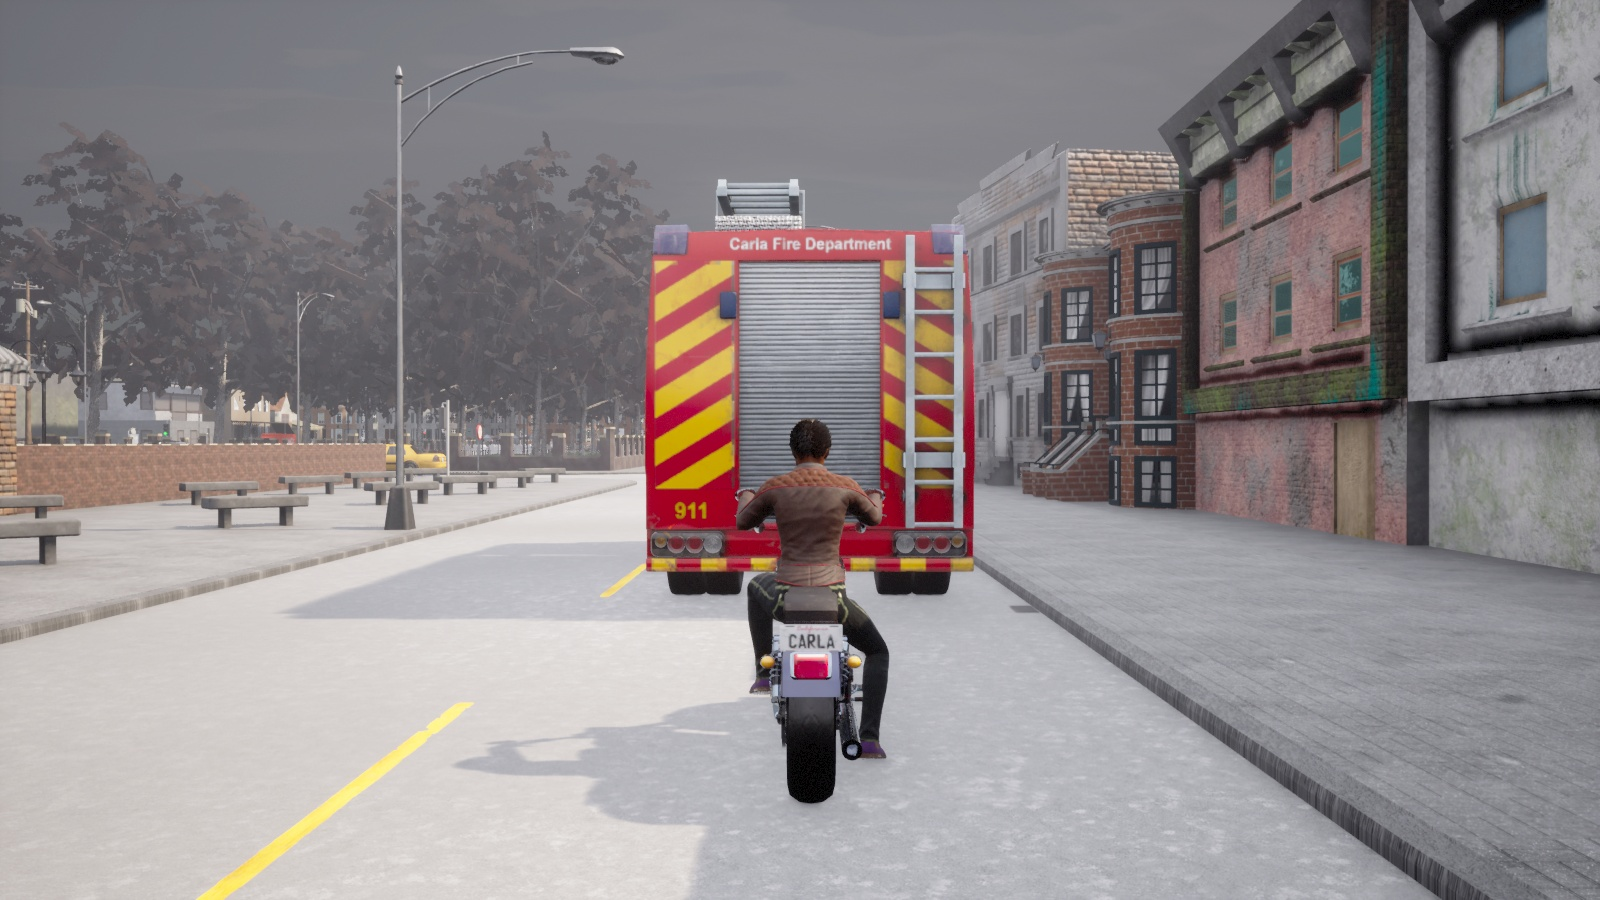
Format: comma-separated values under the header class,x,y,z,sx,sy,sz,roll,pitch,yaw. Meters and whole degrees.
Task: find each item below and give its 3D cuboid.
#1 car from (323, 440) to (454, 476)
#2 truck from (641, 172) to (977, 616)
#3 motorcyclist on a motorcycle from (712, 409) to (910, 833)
class,x,y,z,sx,sy,sz,roll,pitch,yaw
car,-18.591,0.349,56.923,5.366,1.575,1.801,0,0,-2
truck,0.100,-0.503,15.063,2.891,3.827,8.468,0,0,0
motorcyclist on a motorcycle,0.049,0.663,6.065,0.766,1.649,2.350,0,0,0
